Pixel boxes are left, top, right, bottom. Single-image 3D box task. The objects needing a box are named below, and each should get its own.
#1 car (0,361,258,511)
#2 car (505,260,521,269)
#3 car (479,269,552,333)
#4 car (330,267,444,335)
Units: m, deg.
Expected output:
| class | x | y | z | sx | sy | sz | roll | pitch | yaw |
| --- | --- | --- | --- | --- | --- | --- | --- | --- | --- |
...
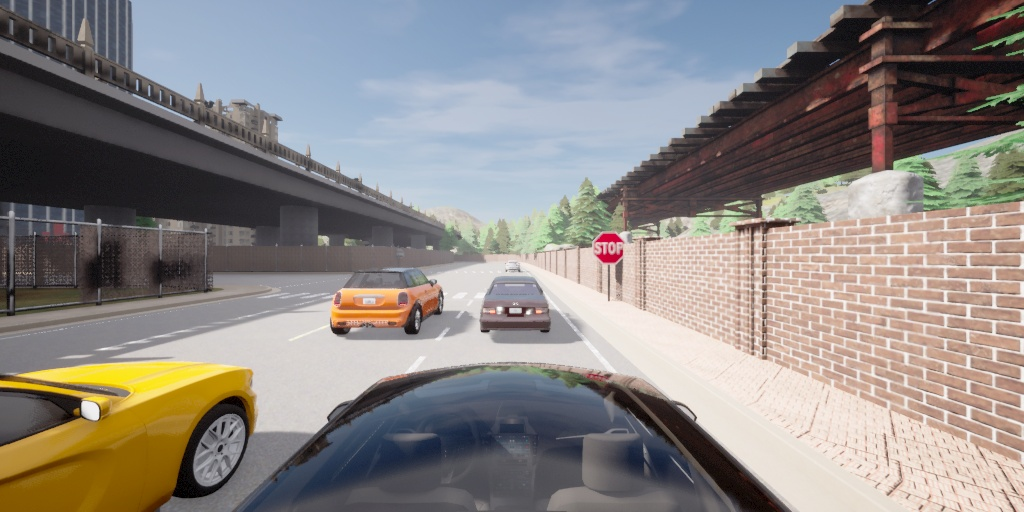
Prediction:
| class | x | y | z | sx | sy | sz | roll | pitch | yaw |
| --- | --- | --- | --- | --- | --- | --- | --- | --- | --- |
| car | -3.399 | 1.228 | 1.452 | 1.882 | 1.535 | 5.008 | 0 | 0 | 0 |
| car | 0.098 | 1.280 | 45.536 | 1.812 | 1.442 | 4.674 | 0 | 0 | -1 |
| car | 0.081 | 1.298 | 10.731 | 2.033 | 1.411 | 5.357 | 0 | 0 | 0 |
| car | -3.421 | 1.103 | 10.710 | 2.097 | 1.767 | 4.553 | 0 | 0 | 0 |
